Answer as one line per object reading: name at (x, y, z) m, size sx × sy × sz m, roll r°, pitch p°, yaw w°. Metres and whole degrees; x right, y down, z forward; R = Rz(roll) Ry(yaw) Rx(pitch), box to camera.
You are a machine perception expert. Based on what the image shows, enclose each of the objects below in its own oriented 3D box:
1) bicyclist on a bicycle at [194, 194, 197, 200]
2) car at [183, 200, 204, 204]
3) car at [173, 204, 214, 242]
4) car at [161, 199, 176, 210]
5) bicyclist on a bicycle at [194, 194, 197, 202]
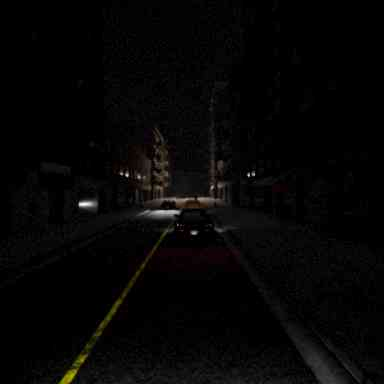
bicyclist on a bicycle at (0.848, 1.416, 67.066) m, size 0.582 × 1.620 × 1.656 m, roll 0°, pitch 0°, yaw 0°
car at (0.104, 1.505, 32.559) m, size 1.882 × 1.535 × 5.008 m, roll 0°, pitch 0°, yaw 0°
car at (0.098, 1.540, 16.417) m, size 1.812 × 1.442 × 4.674 m, roll 0°, pitch 0°, yaw 0°
car at (-3.075, 1.627, 43.986) m, size 1.895 × 1.301 × 4.718 m, roll 0°, pitch 0°, yaw 0°
bicyclist on a bicycle at (0.849, 1.298, 76.061) m, size 0.659 × 1.776 × 1.843 m, roll 0°, pitch 0°, yaw 0°
